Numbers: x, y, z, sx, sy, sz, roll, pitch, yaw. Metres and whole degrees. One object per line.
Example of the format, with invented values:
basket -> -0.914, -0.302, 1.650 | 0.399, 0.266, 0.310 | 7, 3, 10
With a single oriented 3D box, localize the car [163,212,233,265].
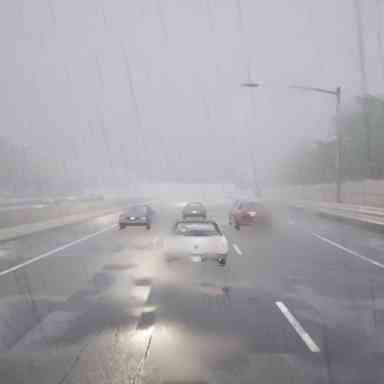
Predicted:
car -> 0.122, 1.600, 11.598 | 1.895, 1.301, 4.718 | 0, 0, 0

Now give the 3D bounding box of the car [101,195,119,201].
car -> -13.667, 1.542, 57.417 | 1.882, 1.535, 5.008 | 0, 0, 1

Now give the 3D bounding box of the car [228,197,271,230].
car -> 3.561, 1.353, 21.336 | 2.097, 1.767, 4.553 | 0, 0, 0

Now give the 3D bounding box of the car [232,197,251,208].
car -> 7.284, 1.539, 49.422 | 2.128, 1.511, 4.902 | 0, 0, 1

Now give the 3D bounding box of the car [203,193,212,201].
car -> 4.346, 1.621, 88.077 | 1.882, 1.535, 5.008 | 0, 0, 1

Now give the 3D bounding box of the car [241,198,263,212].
car -> 7.042, 1.502, 39.378 | 1.882, 1.535, 5.008 | 0, 0, 2

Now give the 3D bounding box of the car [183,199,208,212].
car -> 0.206, 1.572, 28.834 | 1.994, 1.385, 4.181 | 0, 0, 0

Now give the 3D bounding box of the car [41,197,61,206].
car -> -24.159, 1.625, 57.236 | 1.994, 1.385, 4.181 | 0, 0, 1

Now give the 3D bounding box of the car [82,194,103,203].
car -> -17.132, 1.289, 59.056 | 2.150, 2.045, 5.566 | 0, 0, 1

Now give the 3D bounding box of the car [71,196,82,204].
car -> -20.596, 1.577, 61.065 | 1.837, 1.490, 4.892 | 0, 0, 1

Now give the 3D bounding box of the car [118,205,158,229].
car -> -3.339, 1.549, 21.341 | 2.033, 1.411, 5.357 | 0, 0, 1
